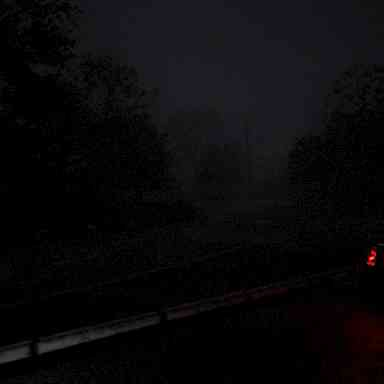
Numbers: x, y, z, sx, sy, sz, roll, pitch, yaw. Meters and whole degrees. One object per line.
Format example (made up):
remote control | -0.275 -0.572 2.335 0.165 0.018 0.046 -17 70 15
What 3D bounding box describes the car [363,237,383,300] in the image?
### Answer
car | 5.686 1.293 6.966 4.553 1.767 2.097 -1 1 -32
